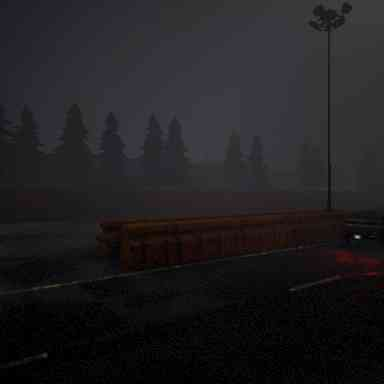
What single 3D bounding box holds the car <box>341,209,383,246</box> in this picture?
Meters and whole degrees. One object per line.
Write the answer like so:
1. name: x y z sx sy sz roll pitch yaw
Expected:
1. car: 8.269 1.496 14.066 4.902 1.511 2.128 0 0 -35
